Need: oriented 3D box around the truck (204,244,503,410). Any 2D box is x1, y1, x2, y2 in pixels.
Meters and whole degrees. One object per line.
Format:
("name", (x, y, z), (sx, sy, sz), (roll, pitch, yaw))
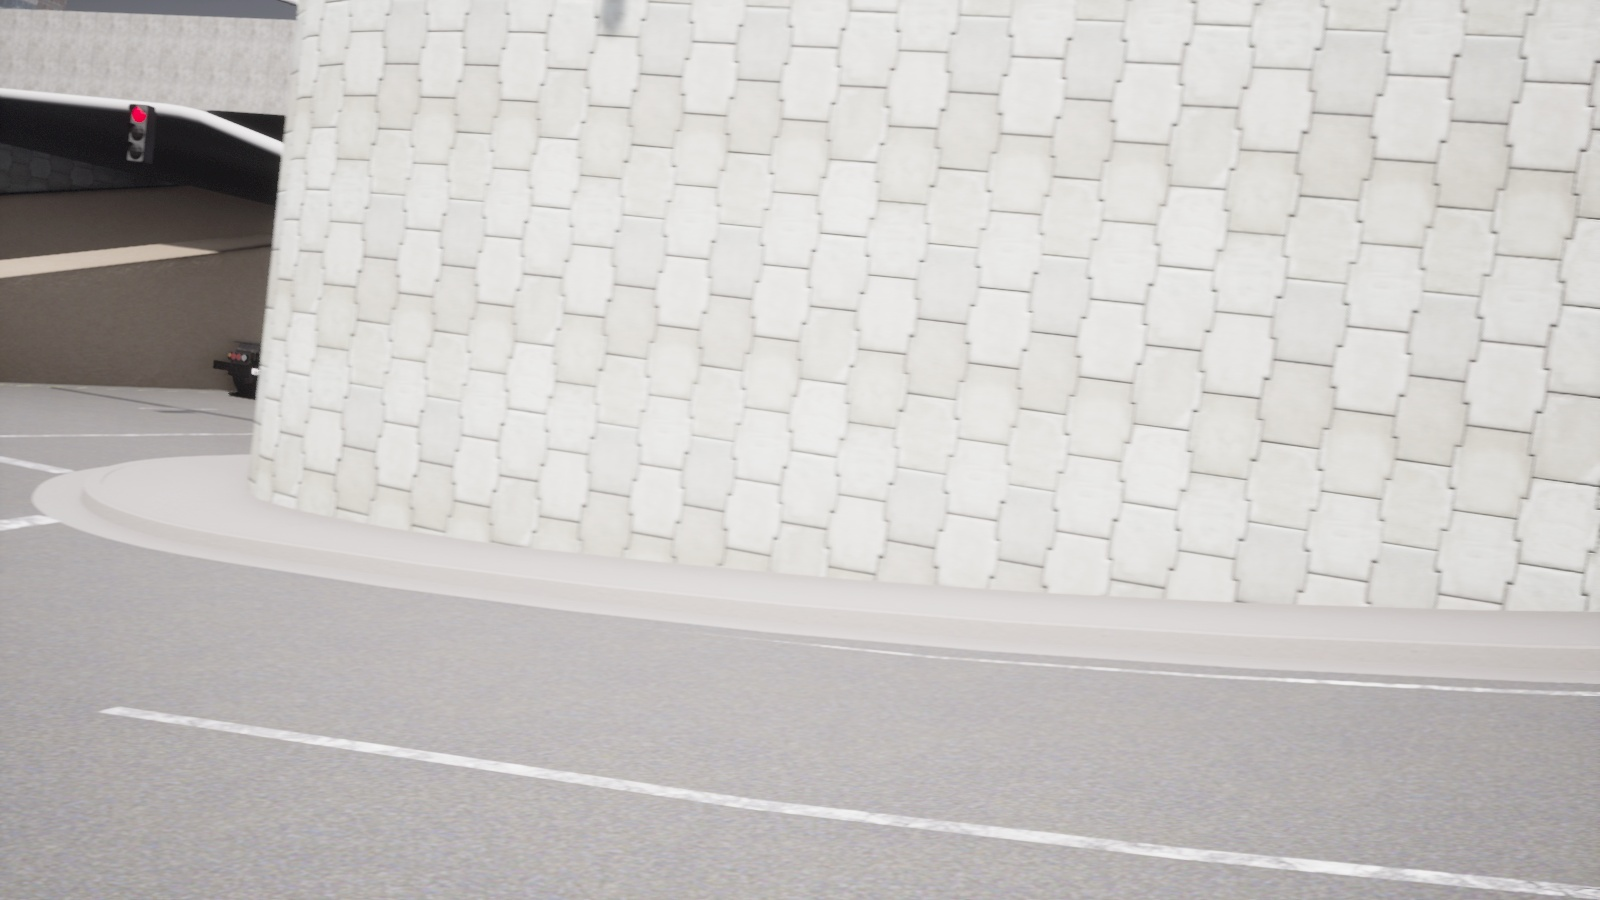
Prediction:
("truck", (-11.411, -3.018, 33.202), (2.891, 3.462, 7.936), (9, 4, 17))
